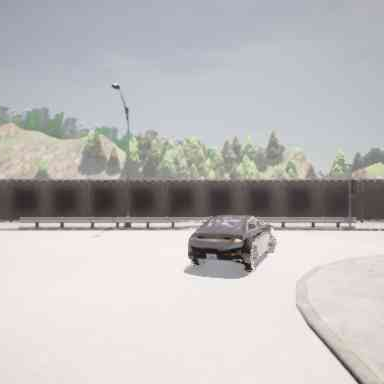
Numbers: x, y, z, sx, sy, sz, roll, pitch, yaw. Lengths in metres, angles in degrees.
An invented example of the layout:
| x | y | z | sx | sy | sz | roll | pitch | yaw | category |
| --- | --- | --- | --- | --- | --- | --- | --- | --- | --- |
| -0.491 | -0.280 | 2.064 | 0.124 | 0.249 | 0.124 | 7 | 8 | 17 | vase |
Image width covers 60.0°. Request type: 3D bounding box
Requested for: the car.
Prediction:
| x | y | z | sx | sy | sz | roll | pitch | yaw | category |
| --- | --- | --- | --- | --- | --- | --- | --- | --- | --- |
| 1.492 | 1.516 | 11.173 | 2.128 | 1.511 | 4.902 | -1 | 0 | 23 | car |
